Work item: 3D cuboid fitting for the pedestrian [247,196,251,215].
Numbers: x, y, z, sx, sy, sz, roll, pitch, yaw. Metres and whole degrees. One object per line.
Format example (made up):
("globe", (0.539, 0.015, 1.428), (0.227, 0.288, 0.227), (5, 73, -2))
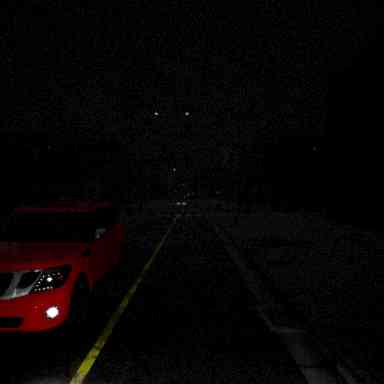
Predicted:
("pedestrian", (5.498, 1.290, 32.282), (0.375, 1.860, 0.375), (0, 0, 0))

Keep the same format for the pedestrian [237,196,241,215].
("pedestrian", (4.499, 1.293, 31.682), (0.375, 1.860, 0.375), (0, 0, 0))

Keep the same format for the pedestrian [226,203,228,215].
("pedestrian", (3.498, 1.303, 32.882), (0.375, 1.860, 0.375), (0, 0, 0))

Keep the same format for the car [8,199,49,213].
("car", (-20.236, 1.699, 41.182), (4.097, 1.590, 1.967), (0, 0, 0))

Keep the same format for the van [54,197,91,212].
("van", (-14.761, 1.585, 41.211), (3.998, 1.788, 1.690), (0, 0, 0))

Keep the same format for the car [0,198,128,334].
("car", (-2.853, 1.249, 7.167), (2.150, 2.045, 5.566), (0, 0, 0))

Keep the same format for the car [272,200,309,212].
("car", (12.242, 1.729, 41.352), (4.403, 1.369, 2.008), (0, 0, 0))
